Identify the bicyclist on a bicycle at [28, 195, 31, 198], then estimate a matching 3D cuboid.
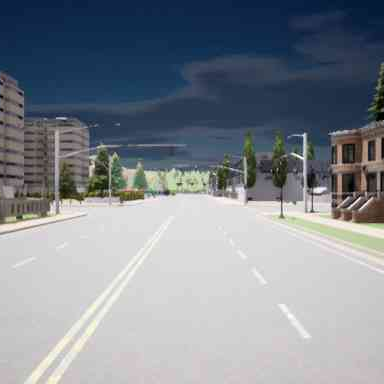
[{"bbox_3d":[-25.249,1.275,51.687,0.582,1.620,1.656,0,0,0],"label":"bicyclist on a bicycle"}]
